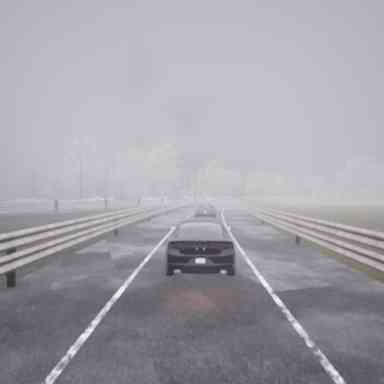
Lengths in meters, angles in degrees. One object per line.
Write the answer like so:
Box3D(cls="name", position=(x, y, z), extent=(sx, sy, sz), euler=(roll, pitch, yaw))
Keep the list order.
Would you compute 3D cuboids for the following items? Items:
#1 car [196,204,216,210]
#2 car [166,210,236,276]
Box3D(cls="car", position=(1.357, 1.829, 32.051), extent=(1.994, 1.385, 4.181), euler=(0, 0, 4))
Box3D(cls="car", position=(0.280, 1.568, 10.747), extent=(1.882, 1.535, 5.008), euler=(0, 0, 2))
